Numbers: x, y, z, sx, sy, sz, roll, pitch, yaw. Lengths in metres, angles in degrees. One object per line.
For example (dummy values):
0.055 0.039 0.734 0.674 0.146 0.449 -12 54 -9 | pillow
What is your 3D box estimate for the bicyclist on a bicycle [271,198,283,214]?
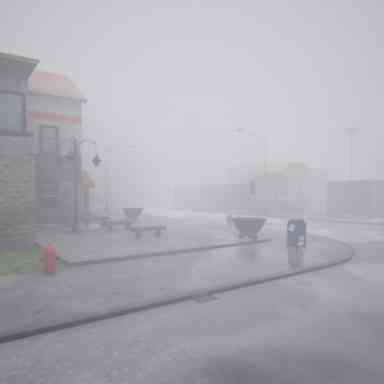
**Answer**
8.225 1.354 32.148 1.656 1.620 0.582 0 0 -35 | bicyclist on a bicycle
